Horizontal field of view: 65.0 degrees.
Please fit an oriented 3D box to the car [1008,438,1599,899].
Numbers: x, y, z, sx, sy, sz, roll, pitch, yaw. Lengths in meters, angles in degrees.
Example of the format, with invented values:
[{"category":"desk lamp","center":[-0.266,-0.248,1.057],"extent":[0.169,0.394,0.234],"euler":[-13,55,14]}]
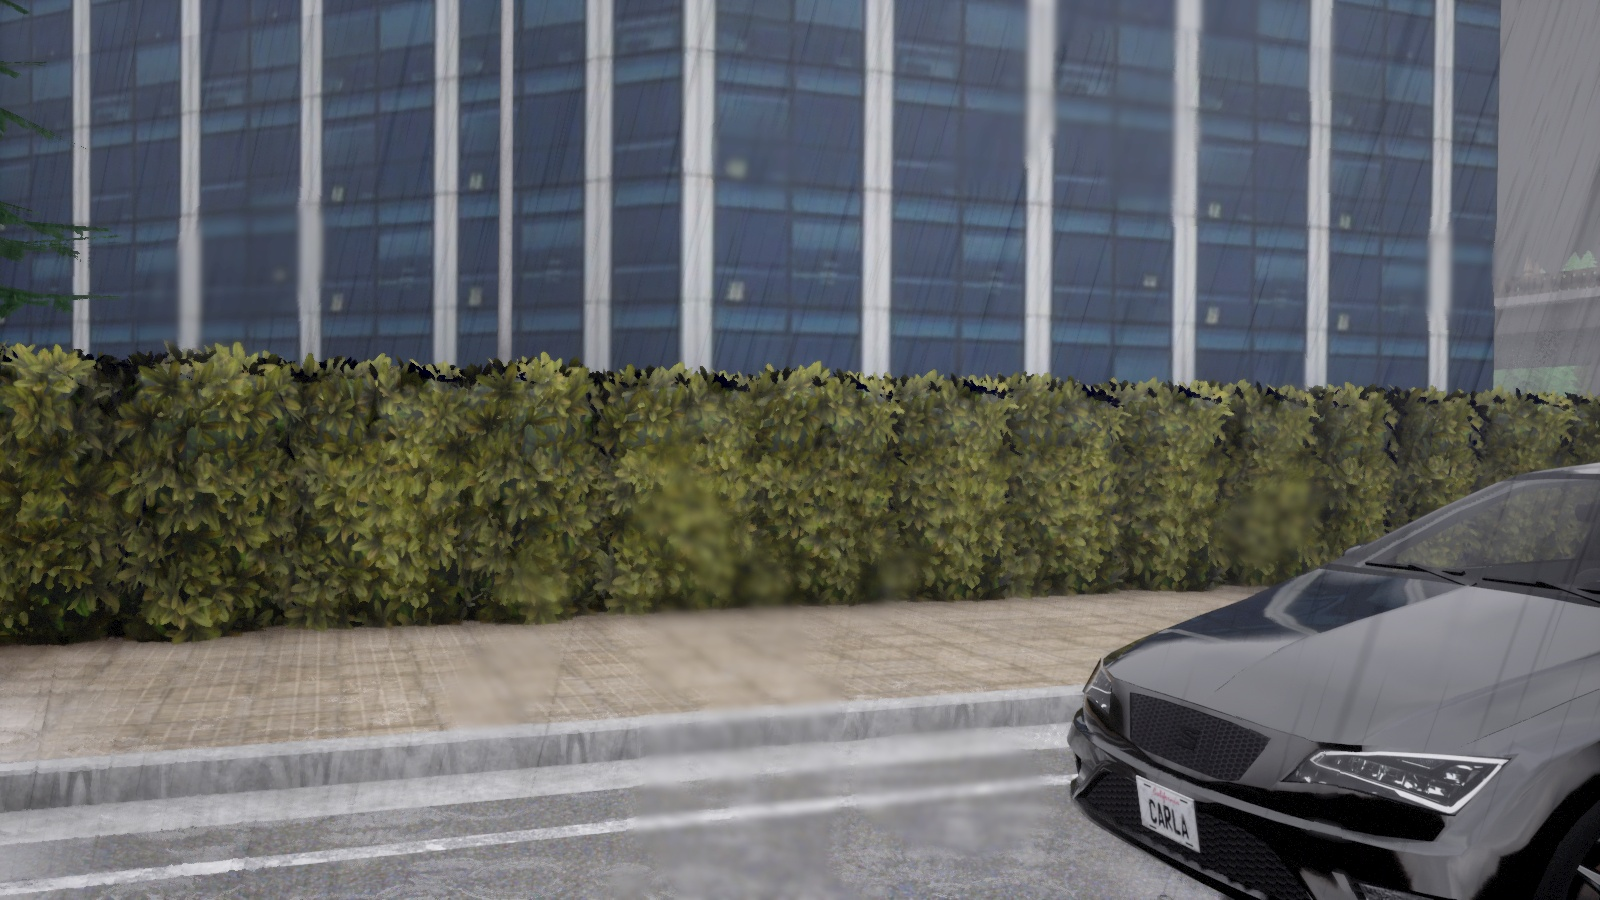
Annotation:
[{"category":"car","center":[3.034,0.707,4.392],"extent":[4.193,1.474,1.816],"euler":[-1,1,-21]}]
